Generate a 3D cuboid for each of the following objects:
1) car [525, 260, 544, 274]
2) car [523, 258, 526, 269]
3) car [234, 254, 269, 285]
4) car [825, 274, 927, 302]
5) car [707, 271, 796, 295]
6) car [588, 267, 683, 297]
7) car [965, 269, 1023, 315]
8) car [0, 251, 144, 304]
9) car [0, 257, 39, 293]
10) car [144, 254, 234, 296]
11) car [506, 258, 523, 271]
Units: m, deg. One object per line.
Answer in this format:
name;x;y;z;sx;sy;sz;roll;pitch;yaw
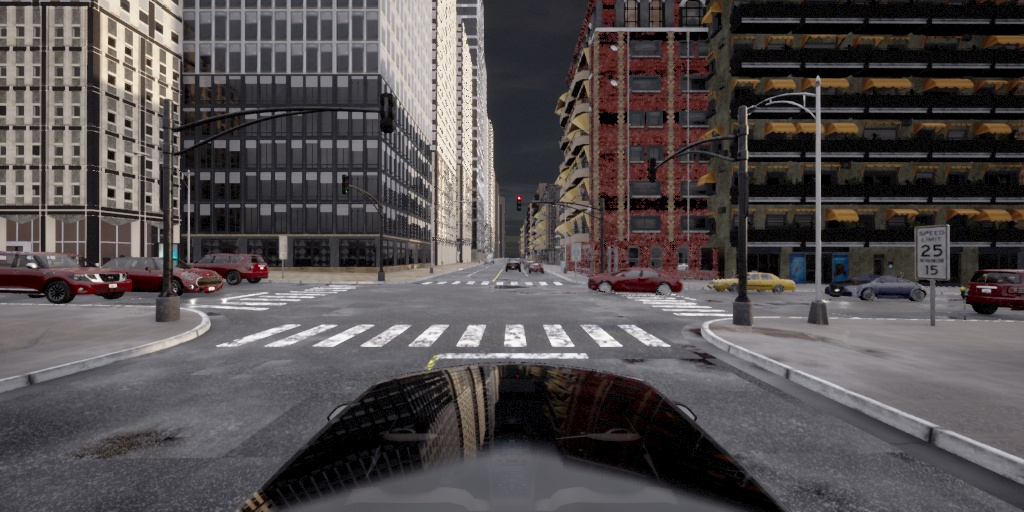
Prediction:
car;2.800;1.341;41.805;1.802;1.307;4.207;0;0;0
car;2.769;1.317;54.723;2.007;1.370;4.403;0;0;0
car;-17.680;0.776;21.856;5.009;1.841;2.192;0;0;0
car;19.699;1.706;19.535;4.181;1.385;1.994;1;0;0
car;14.660;1.587;22.090;4.829;1.417;1.751;0;0;0
car;6.838;1.387;20.105;5.008;1.535;1.882;1;0;11
car;20.616;1.461;13.785;5.009;1.841;2.192;0;0;0
car;-17.558;0.757;13.477;5.009;1.841;2.192;0;0;0
car;-24.941;0.789;16.018;5.008;1.535;1.882;1;0;-1
car;-15.722;0.835;16.082;4.553;1.767;2.097;1;0;0
car;0.164;1.240;47.975;1.882;1.535;5.008;0;0;0
